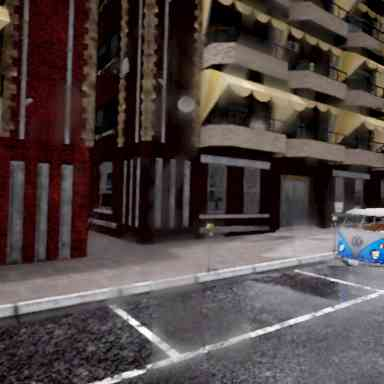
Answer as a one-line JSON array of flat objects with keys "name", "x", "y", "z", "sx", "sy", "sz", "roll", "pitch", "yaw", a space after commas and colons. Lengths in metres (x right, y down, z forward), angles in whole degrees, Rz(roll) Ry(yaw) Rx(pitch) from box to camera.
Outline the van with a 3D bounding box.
[{"name": "van", "x": 6.112, "y": 1.393, "z": 10.165, "sx": 3.998, "sy": 1.788, "sz": 1.690, "roll": 0, "pitch": 1, "yaw": -34}]
